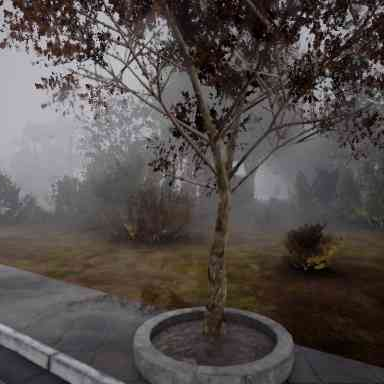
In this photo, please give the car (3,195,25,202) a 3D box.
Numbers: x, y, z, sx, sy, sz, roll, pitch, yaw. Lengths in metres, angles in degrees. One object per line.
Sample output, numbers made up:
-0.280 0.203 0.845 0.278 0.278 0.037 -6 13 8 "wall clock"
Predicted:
-22.616 1.173 43.304 1.837 1.490 4.892 1 0 32 "car"
